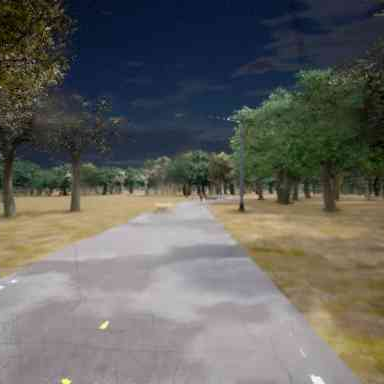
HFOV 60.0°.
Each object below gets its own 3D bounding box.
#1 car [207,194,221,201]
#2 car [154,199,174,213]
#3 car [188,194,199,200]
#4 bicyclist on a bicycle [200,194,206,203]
[{"bbox_3d":[5.296,1.511,84.944,1.895,1.301,4.718,0,0,15],"label":"car"},{"bbox_3d":[-3.073,1.493,36.709,1.882,1.535,5.008,0,0,0],"label":"car"},{"bbox_3d":[0.378,1.204,77.220,2.097,1.767,4.553,0,0,12],"label":"car"},{"bbox_3d":[1.750,1.374,60.814,0.659,1.776,1.843,0,0,6],"label":"bicyclist on a bicycle"}]
